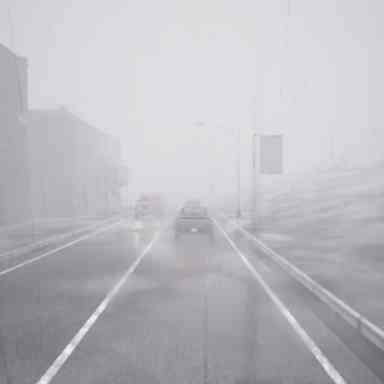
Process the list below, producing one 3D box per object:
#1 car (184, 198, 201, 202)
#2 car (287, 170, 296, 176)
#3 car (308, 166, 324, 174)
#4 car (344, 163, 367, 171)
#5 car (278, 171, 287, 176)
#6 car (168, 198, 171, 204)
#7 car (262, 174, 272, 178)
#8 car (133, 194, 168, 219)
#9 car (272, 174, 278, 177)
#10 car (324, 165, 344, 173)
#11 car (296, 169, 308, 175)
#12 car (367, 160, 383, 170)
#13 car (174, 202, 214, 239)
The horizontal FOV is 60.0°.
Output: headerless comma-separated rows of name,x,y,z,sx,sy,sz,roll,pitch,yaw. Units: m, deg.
car,0.091,1.478,40.708,2.128,1.511,4.902,0,0,0
car,22.078,-3.839,69.462,2.002,1.452,4.674,0,1,-3
car,22.901,-3.801,58.419,2.185,1.767,4.553,0,1,-5
car,24.226,-3.429,47.255,2.002,1.452,4.674,0,1,-7
car,21.843,-3.975,75.004,2.231,1.521,4.892,0,1,-1
car,-5.631,1.850,70.781,2.128,1.511,4.902,0,-1,-12
car,21.473,-4.312,91.458,2.185,1.767,4.553,0,1,-1
car,-3.605,1.212,28.962,2.150,2.045,5.566,0,0,1
car,21.714,-4.054,80.522,2.231,1.521,4.892,0,1,-1
car,23.522,-3.540,52.729,2.163,1.488,4.792,0,1,-6
car,22.431,-3.777,63.925,2.097,1.535,5.008,0,1,-4
car,25.032,-3.367,41.894,2.231,1.521,4.892,0,1,-9
car,0.096,1.485,17.211,2.128,1.511,4.902,0,0,0
